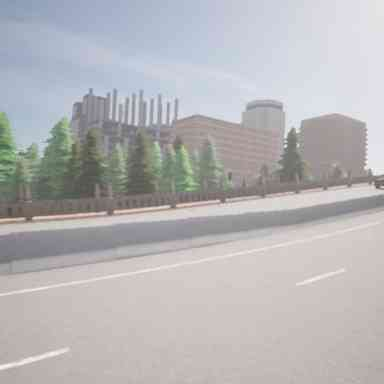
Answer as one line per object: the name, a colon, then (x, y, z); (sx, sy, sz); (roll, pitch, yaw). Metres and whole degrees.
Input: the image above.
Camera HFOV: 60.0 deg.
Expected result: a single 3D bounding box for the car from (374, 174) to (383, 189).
car: (26.807, -1.569, 44.857); (5.566, 2.045, 2.150); (-5, 3, -35)
